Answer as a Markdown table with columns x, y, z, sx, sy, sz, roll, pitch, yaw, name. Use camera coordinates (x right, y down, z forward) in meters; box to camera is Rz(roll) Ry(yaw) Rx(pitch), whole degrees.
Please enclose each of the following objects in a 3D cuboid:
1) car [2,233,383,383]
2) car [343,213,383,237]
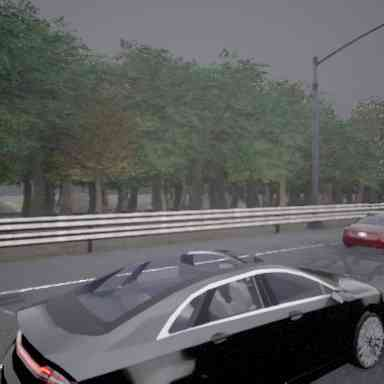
| x | y | z | sx | sy | sz | roll | pitch | yaw | name |
| --- | --- | --- | --- | --- | --- | --- | --- | --- | --- |
| 0.511 | 1.482 | 4.049 | 4.902 | 1.511 | 2.128 | 0 | 0 | -35 | car |
| 7.928 | 1.525 | 13.313 | 4.181 | 1.385 | 1.994 | 0 | 0 | -34 | car |
